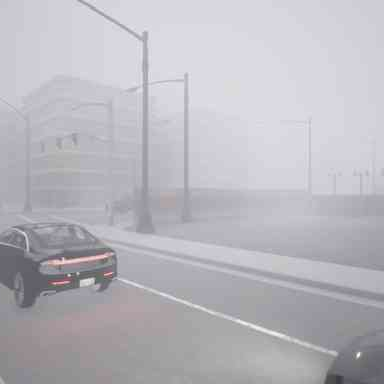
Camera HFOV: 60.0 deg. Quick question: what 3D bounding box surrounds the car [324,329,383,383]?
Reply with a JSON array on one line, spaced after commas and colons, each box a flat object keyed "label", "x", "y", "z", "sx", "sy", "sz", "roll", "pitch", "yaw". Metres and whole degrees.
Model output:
[{"label": "car", "x": 3.196, "y": 1.505, "z": 1.584, "sx": 4.892, "sy": 1.490, "sz": 1.837, "roll": 0, "pitch": 0, "yaw": 38}]

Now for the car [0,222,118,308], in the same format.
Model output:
[{"label": "car", "x": -3.647, "y": 1.492, "z": 8.041, "sx": 2.128, "sy": 1.511, "sz": 4.902, "roll": 0, "pitch": 0, "yaw": -43}]

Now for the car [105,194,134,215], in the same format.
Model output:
[{"label": "car", "x": -6.290, "y": 1.221, "z": 34.999, "sx": 5.566, "sy": 2.045, "sz": 2.150, "roll": 0, "pitch": 0, "yaw": -44}]
